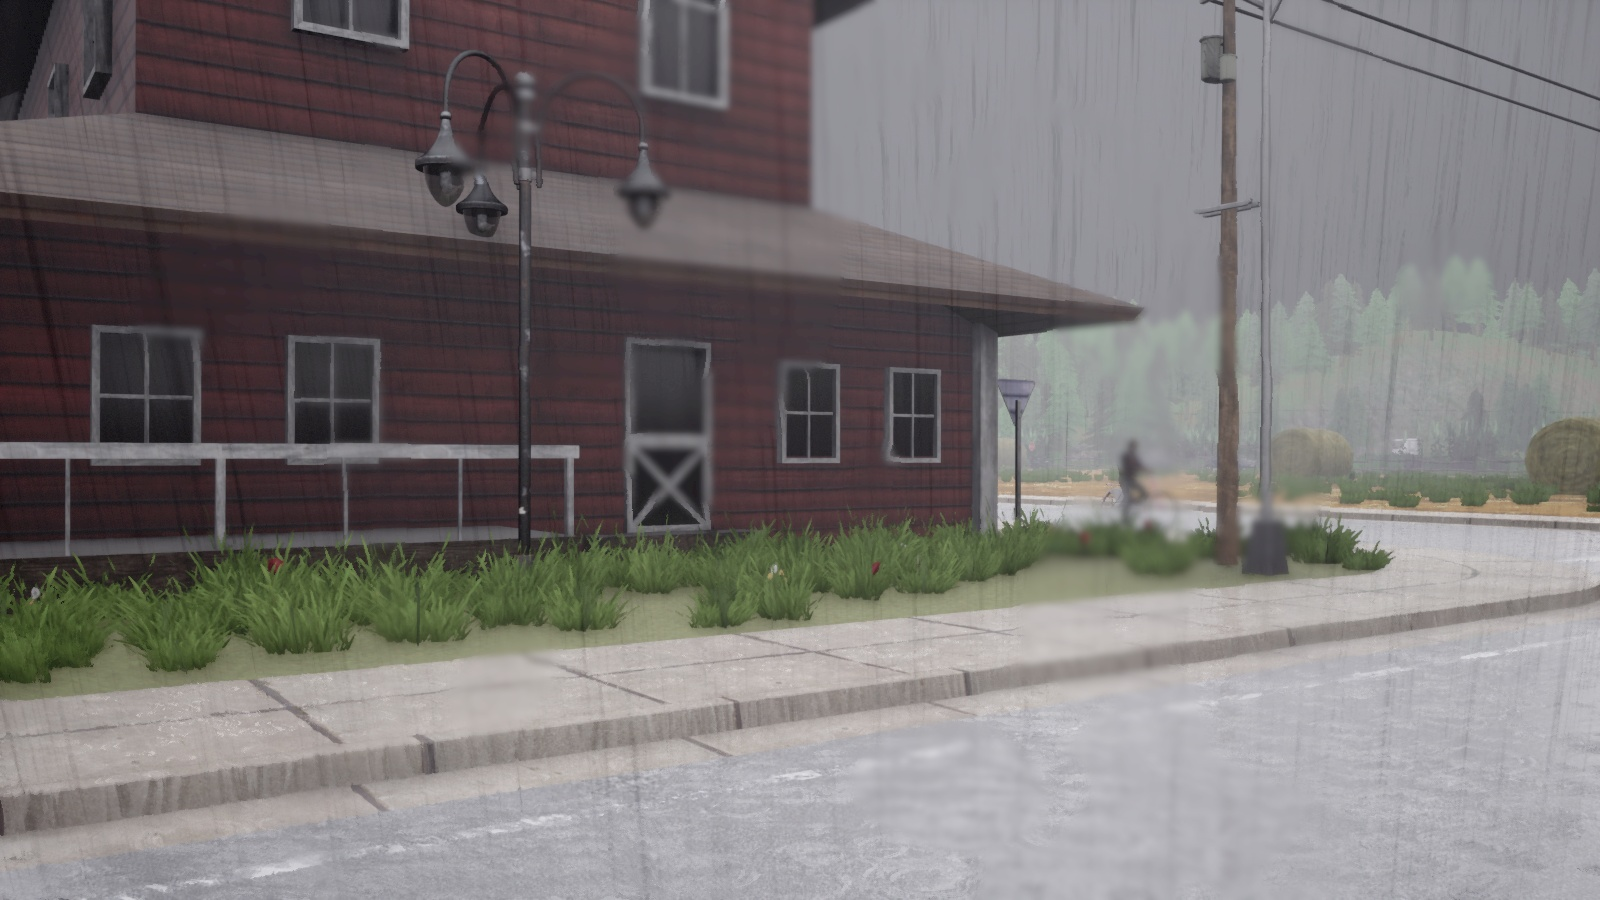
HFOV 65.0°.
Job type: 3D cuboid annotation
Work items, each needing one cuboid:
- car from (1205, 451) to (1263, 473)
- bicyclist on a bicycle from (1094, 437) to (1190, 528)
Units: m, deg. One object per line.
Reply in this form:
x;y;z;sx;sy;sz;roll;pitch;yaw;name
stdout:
31.681;0.846;91.817;1.789;1.549;3.705;0;0;-32;car
6.850;0.636;25.217;0.659;1.776;1.843;0;0;-36;bicyclist on a bicycle
